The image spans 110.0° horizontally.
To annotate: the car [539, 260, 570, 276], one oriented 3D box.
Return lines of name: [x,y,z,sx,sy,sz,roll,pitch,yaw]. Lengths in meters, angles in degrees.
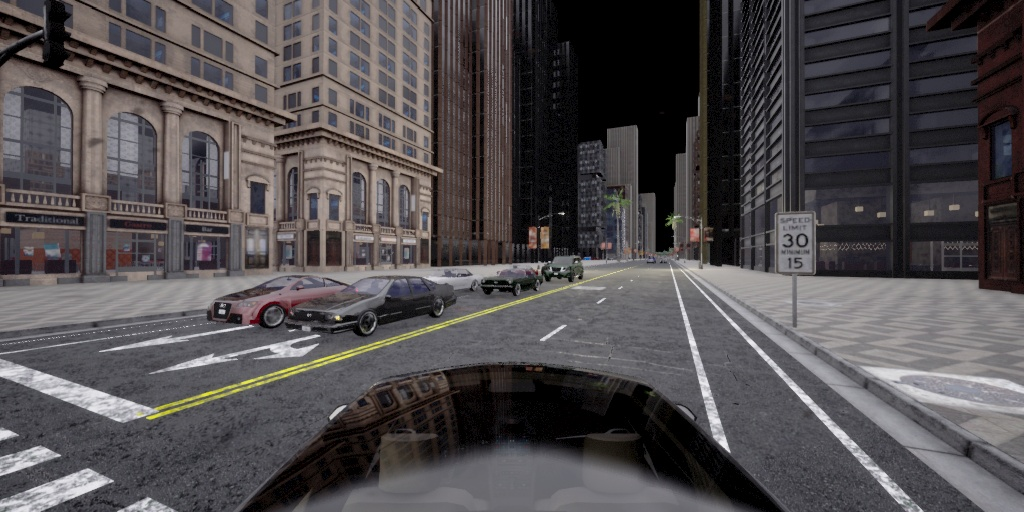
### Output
car: [4.601,1.251,37.946,1.882,1.535,5.008,0,0,24]

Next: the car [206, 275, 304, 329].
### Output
car: [-6.972,1.316,11.433,1.994,1.385,4.181,0,0,24]

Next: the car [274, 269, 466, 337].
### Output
car: [-3.721,1.299,10.770,2.033,1.411,5.357,0,0,24]

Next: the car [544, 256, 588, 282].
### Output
car: [4.376,0.987,29.369,2.150,2.045,5.566,0,0,23]

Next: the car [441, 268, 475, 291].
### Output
car: [-3.481,1.357,19.468,1.895,1.301,4.718,0,0,24]

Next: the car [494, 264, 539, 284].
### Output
car: [0.495,1.364,28.602,1.895,1.301,4.718,0,0,24]

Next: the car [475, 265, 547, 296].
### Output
car: [0.105,1.358,19.562,1.895,1.301,4.718,0,0,24]
